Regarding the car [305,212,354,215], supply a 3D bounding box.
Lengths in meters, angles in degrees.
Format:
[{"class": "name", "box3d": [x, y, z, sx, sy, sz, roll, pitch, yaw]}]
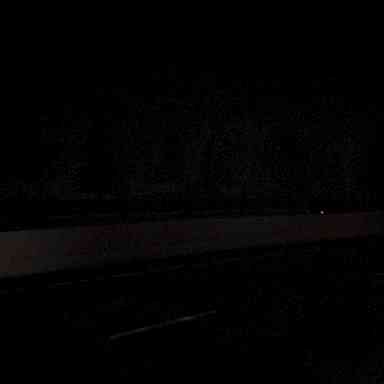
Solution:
[{"class": "car", "box3d": [11.072, 1.565, 25.467, 4.718, 1.301, 1.895, 0, 0, -22]}]
